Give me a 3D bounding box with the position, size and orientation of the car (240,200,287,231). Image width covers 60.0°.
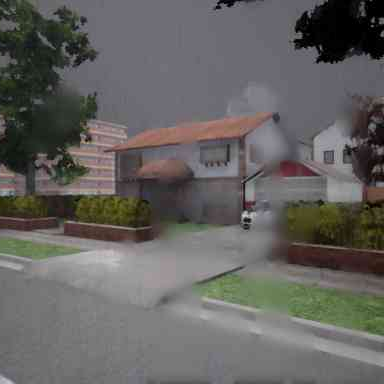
[{"bbox_3d":[4.101,1.167,17.378,1.970,1.475,3.806,0,0,36],"label":"car"}]
